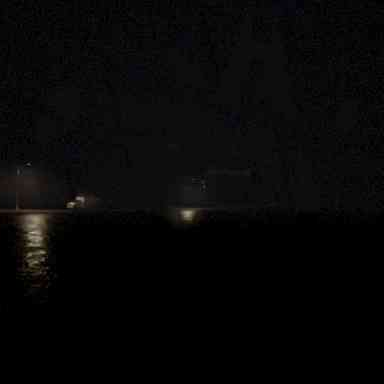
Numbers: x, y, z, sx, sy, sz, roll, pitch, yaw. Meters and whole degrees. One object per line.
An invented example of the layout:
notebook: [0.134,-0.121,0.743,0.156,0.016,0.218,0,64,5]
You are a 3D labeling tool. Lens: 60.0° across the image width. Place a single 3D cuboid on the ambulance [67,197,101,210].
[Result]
ambulance: [-20.266,2.179,62.509,2.351,2.431,6.366,1,-1,36]
